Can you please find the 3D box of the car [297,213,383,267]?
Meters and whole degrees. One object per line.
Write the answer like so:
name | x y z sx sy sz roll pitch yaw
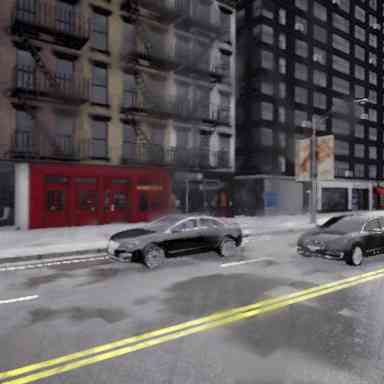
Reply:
car | 5.738 1.540 11.738 4.892 1.490 1.837 0 0 -35

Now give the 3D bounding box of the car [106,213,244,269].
car | -0.414 1.509 11.361 4.902 1.511 2.128 0 0 -35
